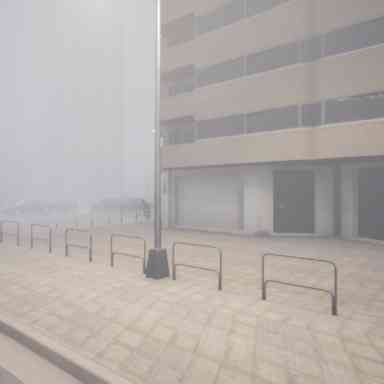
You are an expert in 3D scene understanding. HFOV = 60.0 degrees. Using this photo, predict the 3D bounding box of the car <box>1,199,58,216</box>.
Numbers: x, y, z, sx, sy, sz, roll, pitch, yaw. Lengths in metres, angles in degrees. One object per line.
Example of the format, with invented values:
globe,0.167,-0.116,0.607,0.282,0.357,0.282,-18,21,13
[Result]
car,-16.555,1.548,33.604,1.837,1.490,4.892,0,0,38

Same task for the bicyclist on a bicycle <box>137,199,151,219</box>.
bicyclist on a bicycle,-3.806,1.350,26.409,1.656,1.620,0.582,0,0,38

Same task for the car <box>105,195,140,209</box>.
car,-9.927,1.393,47.748,2.097,1.767,4.553,0,0,38

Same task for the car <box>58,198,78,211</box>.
car,-16.199,1.519,39.755,1.882,1.535,5.008,0,0,38

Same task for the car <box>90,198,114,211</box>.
car,-10.408,1.547,41.474,1.837,1.490,4.892,0,0,38

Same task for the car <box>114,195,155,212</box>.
car,-6.640,1.396,40.328,2.097,1.767,4.553,0,0,38
